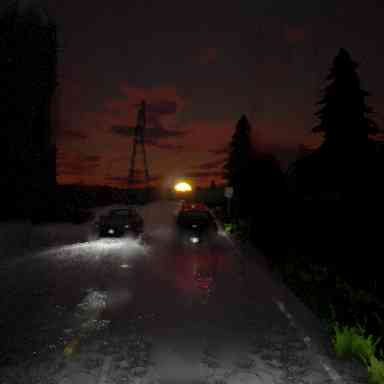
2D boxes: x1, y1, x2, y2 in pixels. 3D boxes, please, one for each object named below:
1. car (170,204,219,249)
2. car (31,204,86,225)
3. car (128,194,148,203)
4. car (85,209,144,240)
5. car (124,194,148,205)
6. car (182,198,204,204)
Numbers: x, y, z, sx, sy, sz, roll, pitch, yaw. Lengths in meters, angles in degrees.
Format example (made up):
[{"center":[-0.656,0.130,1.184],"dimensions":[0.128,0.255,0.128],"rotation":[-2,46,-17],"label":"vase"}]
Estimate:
[{"center":[0.100,1.502,14.516],"dimensions":[1.837,1.490,4.892],"rotation":[0,0,0],"label":"car"},{"center":[-9.055,1.548,23.542],"dimensions":[4.181,1.381,1.994],"rotation":[0,0,-1],"label":"car"},{"center":[-11.888,1.350,73.397],"dimensions":[3.866,1.878,1.905],"rotation":[0,0,-31],"label":"car"},{"center":[-3.597,1.562,16.748],"dimensions":[1.994,1.385,4.181],"rotation":[0,0,0],"label":"car"},{"center":[-9.535,1.477,56.551],"dimensions":[3.988,1.617,1.851],"rotation":[0,0,-1],"label":"car"},{"center":[0.102,1.348,32.290],"dimensions":[2.097,1.767,4.553],"rotation":[0,0,0],"label":"car"}]
